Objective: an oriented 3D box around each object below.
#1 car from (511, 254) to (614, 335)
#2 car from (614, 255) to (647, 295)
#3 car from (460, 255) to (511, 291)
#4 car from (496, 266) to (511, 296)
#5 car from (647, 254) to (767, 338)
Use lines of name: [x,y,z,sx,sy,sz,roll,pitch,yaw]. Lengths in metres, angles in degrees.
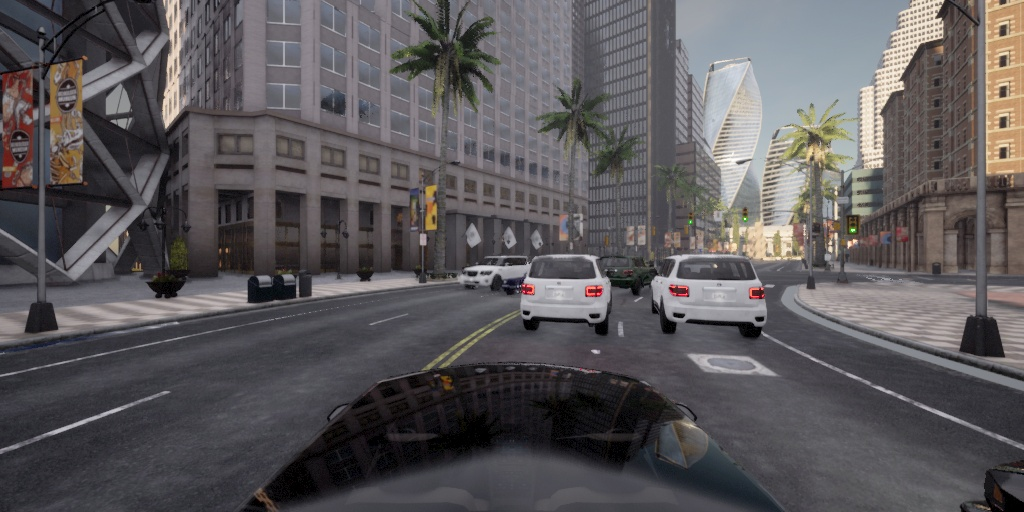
car: [1.848,0.971,10.882,2.150,2.045,5.566,0,0,16]
car: [6.519,0.971,20.124,2.150,2.045,5.566,0,0,36]
car: [-0.795,0.973,22.193,2.150,2.045,5.566,0,0,32]
car: [1.351,1.351,18.918,1.895,1.301,4.718,0,0,30]
car: [5.371,0.971,10.482,2.150,2.045,5.566,0,0,17]
